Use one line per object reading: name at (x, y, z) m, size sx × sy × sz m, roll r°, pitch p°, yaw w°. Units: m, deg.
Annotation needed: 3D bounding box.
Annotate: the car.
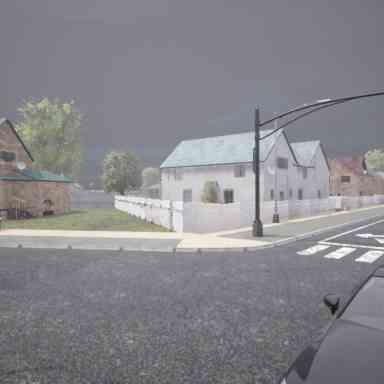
car at (2.561, 1.524, 3.463) m, size 1.812 × 1.442 × 4.674 m, roll 0°, pitch 0°, yaw 42°
